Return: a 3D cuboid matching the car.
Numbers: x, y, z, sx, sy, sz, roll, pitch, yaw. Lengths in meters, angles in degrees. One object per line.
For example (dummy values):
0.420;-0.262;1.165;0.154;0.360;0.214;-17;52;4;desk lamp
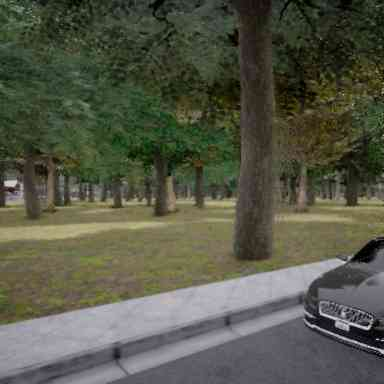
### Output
3.969;1.526;5.864;4.892;1.490;1.837;0;0;-36;car
